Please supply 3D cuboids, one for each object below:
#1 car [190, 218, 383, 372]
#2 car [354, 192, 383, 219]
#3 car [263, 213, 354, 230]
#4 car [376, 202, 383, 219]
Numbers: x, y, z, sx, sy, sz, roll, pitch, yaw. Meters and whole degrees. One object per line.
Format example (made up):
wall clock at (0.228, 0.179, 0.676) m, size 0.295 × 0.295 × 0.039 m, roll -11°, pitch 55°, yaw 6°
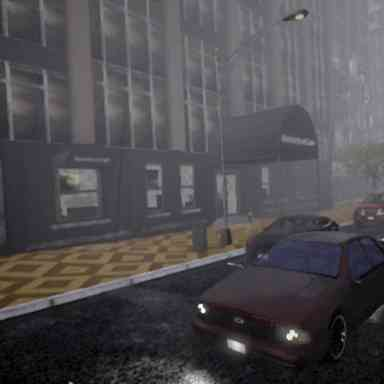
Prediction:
car at (2.400, 1.486, 6.094) m, size 2.033 × 1.411 × 5.357 m, roll -2°, pitch 0°, yaw 44°
car at (10.777, 0.939, 18.645) m, size 2.192 × 1.841 × 5.009 m, roll -3°, pitch -1°, yaw 44°
car at (3.579, 1.452, 11.232) m, size 1.947 × 1.339 × 4.313 m, roll -3°, pitch -1°, yaw 44°
car at (9.150, 1.171, 13.066) m, size 1.882 × 1.535 × 5.008 m, roll -2°, pitch 0°, yaw 44°
